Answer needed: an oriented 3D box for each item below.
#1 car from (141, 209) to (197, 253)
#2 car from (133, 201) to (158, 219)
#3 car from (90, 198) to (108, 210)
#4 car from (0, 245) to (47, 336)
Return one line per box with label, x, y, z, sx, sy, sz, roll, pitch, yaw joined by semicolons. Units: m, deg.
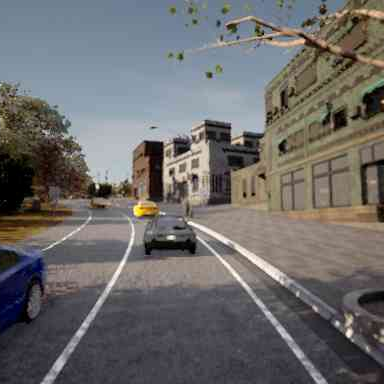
car;-0.987;1.605;13.863;1.994;1.385;4.181;1;0;-7
car;-4.317;1.595;30.782;1.882;1.535;5.008;1;-1;-15
car;-12.088;1.526;43.151;1.882;1.535;5.008;2;-1;-22
car;-3.590;1.486;4.311;1.882;1.535;5.008;0;0;-3
